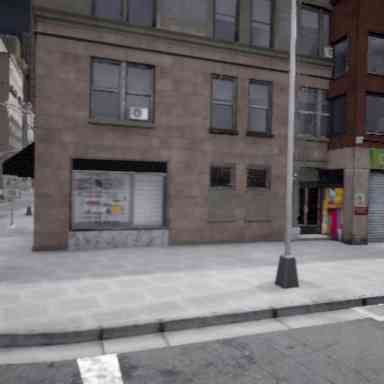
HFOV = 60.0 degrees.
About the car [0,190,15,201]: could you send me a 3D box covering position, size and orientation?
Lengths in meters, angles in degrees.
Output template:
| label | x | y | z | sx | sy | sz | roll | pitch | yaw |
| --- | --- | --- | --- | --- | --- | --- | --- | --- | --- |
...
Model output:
| label | x | y | z | sx | sy | sz | roll | pitch | yaw |
| --- | --- | --- | --- | --- | --- | --- | --- | --- | --- |
| car | -24.805 | 0.403 | 44.032 | 1.882 | 1.535 | 5.008 | 1 | 1 | -19 |
